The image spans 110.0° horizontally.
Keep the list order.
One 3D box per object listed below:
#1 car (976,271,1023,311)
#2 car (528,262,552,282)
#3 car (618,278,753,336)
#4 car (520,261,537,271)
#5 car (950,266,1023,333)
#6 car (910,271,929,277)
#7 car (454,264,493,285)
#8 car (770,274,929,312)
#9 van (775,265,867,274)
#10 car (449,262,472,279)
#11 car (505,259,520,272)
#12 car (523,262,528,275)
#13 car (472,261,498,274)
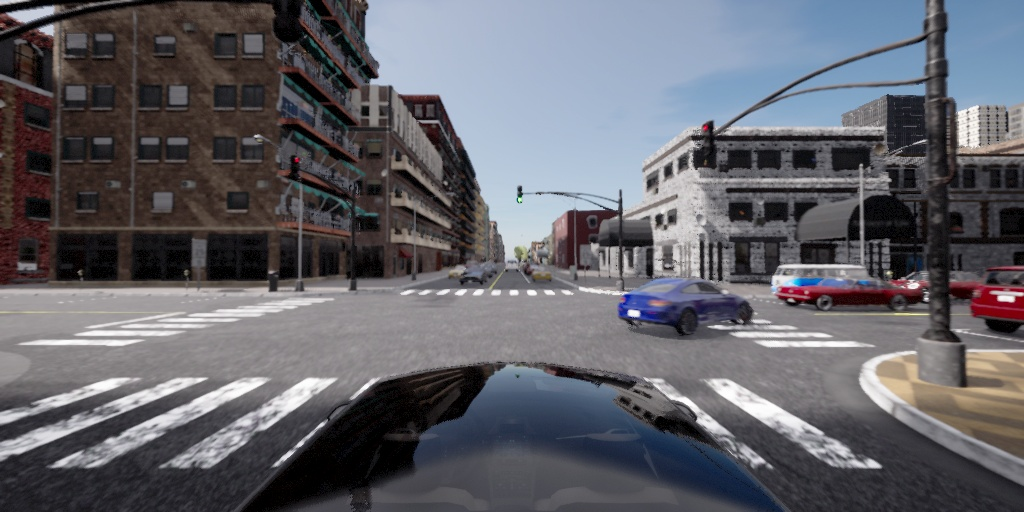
[{"bbox_3d":[22.997,1.445,14.906,5.008,1.535,1.882,0,-1,0],"label":"car"},{"bbox_3d":[2.691,1.600,33.159,1.751,1.417,4.829,0,0,0],"label":"car"},{"bbox_3d":[5.176,1.375,10.705,4.674,1.442,1.812,1,-2,-32],"label":"car"},{"bbox_3d":[2.691,1.569,49.605,2.192,1.841,5.009,0,0,0],"label":"car"},{"bbox_3d":[14.919,1.172,9.088,5.009,1.841,2.192,0,0,0],"label":"car"},{"bbox_3d":[20.421,1.435,17.480,4.097,1.591,1.967,0,0,0],"label":"car"},{"bbox_3d":[-3.061,1.588,29.842,2.033,1.411,5.357,0,-1,3],"label":"car"},{"bbox_3d":[13.757,1.537,14.884,4.718,1.301,1.895,0,-1,0],"label":"car"},{"bbox_3d":[14.897,1.318,17.467,3.998,1.789,1.690,0,0,0],"label":"van"},{"bbox_3d":[-5.690,1.659,38.357,1.751,1.417,4.829,0,0,0],"label":"car"},{"bbox_3d":[0.003,1.588,59.553,2.150,2.045,5.566,0,-1,0],"label":"car"},{"bbox_3d":[2.691,1.776,44.067,1.802,1.307,4.207,0,0,0],"label":"car"},{"bbox_3d":[-3.076,1.638,39.722,2.128,1.511,4.902,0,-1,0],"label":"car"}]
